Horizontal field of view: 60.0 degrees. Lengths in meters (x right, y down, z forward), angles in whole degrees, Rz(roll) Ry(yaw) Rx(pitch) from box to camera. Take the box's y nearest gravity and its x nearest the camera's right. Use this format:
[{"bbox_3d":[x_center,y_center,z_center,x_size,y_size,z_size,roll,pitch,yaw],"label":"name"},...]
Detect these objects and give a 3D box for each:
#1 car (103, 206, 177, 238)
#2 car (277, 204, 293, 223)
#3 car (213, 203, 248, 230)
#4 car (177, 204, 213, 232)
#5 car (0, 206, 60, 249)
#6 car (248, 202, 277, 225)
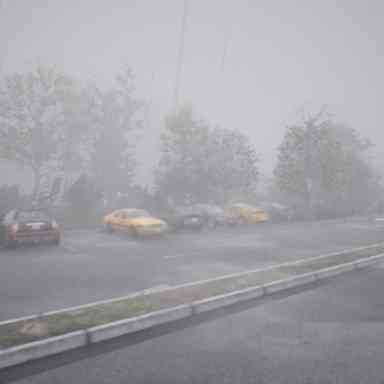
[{"bbox_3d":[-3.309,1.613,18.840,1.946,1.575,5.366,0,0,-37],"label":"car"},{"bbox_3d":[5.428,1.556,25.557,2.231,1.521,4.892,-1,0,-37],"label":"car"},{"bbox_3d":[1.000,1.592,22.281,2.231,1.521,4.892,0,0,-37],"label":"car"},{"bbox_3d":[-1.221,1.637,20.659,2.163,1.488,4.792,0,0,-37],"label":"car"},{"bbox_3d":[-7.818,1.505,15.681,2.185,1.767,4.553,0,0,-37],"label":"car"},{"bbox_3d":[3.216,1.574,23.914,2.097,1.535,5.008,0,0,-37],"label":"car"}]
